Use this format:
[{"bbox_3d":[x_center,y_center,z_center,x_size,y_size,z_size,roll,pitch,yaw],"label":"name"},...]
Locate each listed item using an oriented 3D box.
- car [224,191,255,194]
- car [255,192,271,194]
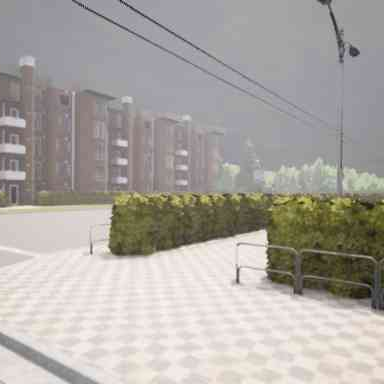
[{"bbox_3d":[6.549,0.947,48.352,2.150,2.045,5.566,1,0,37],"label":"car"},{"bbox_3d":[10.519,0.988,47.828,2.150,2.045,5.566,1,0,37],"label":"car"}]
